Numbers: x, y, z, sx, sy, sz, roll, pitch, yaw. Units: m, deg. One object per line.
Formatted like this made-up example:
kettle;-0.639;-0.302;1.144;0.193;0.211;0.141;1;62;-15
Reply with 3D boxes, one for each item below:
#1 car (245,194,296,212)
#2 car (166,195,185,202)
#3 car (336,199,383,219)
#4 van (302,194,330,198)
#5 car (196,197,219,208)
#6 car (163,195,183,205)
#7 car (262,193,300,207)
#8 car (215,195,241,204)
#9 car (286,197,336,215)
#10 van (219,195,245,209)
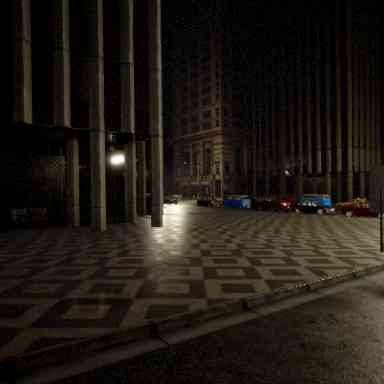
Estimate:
car;8.898;1.290;37.864;2.192;1.841;5.009;-1;1;-36
car;-3.534;1.256;69.745;2.008;1.369;4.403;-1;1;-36
car;15.359;1.566;28.899;1.887;1.381;4.507;-1;1;-36
van;15.828;1.178;42.837;1.690;1.788;3.998;-1;1;-36
car;2.441;1.371;46.832;1.967;1.590;4.097;-1;1;-36
car;-4.017;1.438;55.800;2.008;1.369;4.403;-1;1;-36
car;12.600;1.130;47.321;2.192;1.841;5.009;-1;1;-36
car;6.048;1.296;56.429;1.752;1.417;4.829;-1;1;-36
car;12.129;1.549;33.383;2.008;1.369;4.403;-1;1;-36
van;5.669;1.294;42.348;1.690;1.788;3.998;-1;1;-36
